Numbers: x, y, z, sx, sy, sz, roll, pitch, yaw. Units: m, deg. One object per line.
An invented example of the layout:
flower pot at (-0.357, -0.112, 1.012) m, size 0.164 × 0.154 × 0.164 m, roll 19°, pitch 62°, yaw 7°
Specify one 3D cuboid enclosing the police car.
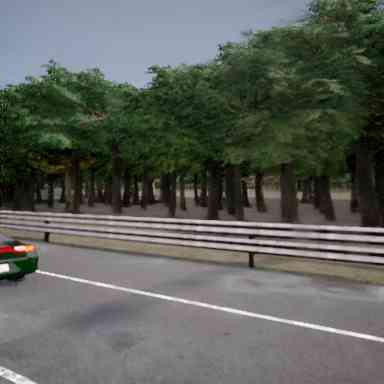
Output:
police car at (-6.356, 1.574, 8.858) m, size 4.974 × 1.542 × 2.038 m, roll 0°, pitch 0°, yaw 33°
